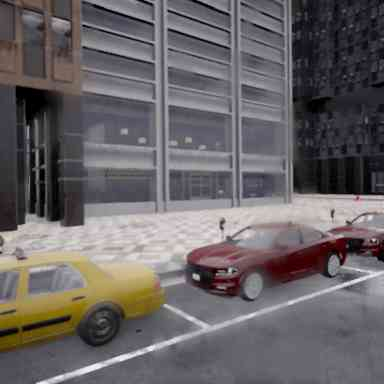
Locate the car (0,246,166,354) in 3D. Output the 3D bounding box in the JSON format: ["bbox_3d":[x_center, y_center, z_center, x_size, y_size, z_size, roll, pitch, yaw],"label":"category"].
[{"bbox_3d":[-2.723,1.517,4.719,4.829,1.417,1.752,-1,1,-35],"label":"car"}]

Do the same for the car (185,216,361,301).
[{"bbox_3d":[1.912,1.431,8.027,4.507,1.381,1.887,-1,1,-35],"label":"car"}]

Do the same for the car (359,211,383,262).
[{"bbox_3d":[6.409,1.328,11.236,4.507,1.381,1.887,-1,1,-35],"label":"car"}]
